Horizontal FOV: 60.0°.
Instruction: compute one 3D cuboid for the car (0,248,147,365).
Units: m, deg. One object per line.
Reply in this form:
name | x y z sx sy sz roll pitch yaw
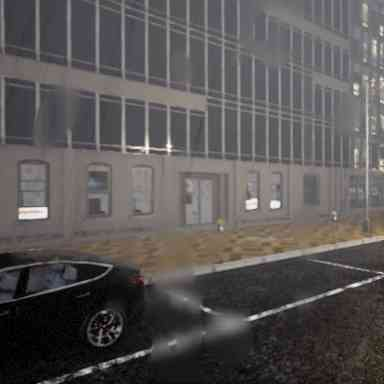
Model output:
car | -2.720 1.564 4.618 4.313 1.339 1.947 0 0 -36
